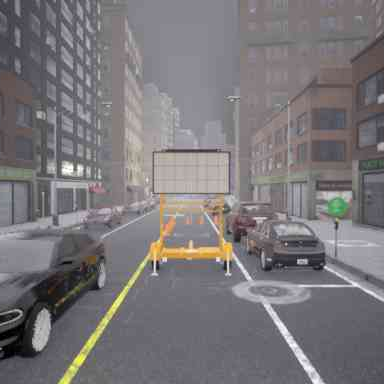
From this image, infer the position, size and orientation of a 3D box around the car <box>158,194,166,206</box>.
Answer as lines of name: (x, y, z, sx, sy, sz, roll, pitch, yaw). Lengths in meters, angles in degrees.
car: (-5.770, 1.341, 54.755, 2.192, 1.841, 5.009, -1, 0, 0)

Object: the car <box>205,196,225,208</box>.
car: (2.786, 1.550, 38.427, 1.752, 1.417, 4.829, -1, 0, 0)

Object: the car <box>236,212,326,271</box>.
car: (2.833, 1.559, 10.726, 2.008, 1.369, 4.403, -1, 0, 0)

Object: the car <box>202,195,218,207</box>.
car: (2.768, 1.592, 49.270, 1.947, 1.339, 4.313, -1, 0, 0)

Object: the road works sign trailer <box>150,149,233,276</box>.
road works sign trailer: (-0.018, 0.473, 10.403, 2.380, 3.560, 2.880, 0, 0, 0)

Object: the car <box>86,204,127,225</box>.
car: (-5.711, 1.599, 21.708, 1.802, 1.307, 4.206, -1, 0, 0)

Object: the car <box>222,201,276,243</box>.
car: (2.821, 1.328, 16.232, 2.192, 1.841, 5.009, -1, 0, 0)

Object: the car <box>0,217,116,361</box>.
car: (-3.010, 1.482, 6.231, 1.882, 1.535, 5.008, 0, 0, 0)

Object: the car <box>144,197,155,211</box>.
car: (-5.739, 1.607, 38.231, 1.802, 1.307, 4.206, -1, 0, 0)

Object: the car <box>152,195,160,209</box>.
car: (-5.750, 1.466, 43.739, 1.967, 1.590, 4.097, -1, 0, 0)

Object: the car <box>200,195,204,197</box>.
car: (2.758, 1.592, 54.777, 1.947, 1.339, 4.313, -1, 0, 0)

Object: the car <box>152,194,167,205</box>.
car: (-5.779, 1.340, 60.263, 2.192, 1.841, 5.009, -1, 0, 0)

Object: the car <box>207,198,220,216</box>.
car: (2.795, 1.589, 32.751, 1.947, 1.339, 4.313, -1, 0, 0)

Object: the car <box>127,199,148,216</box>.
car: (-5.730, 1.605, 32.724, 1.802, 1.307, 4.206, -1, 0, 0)
